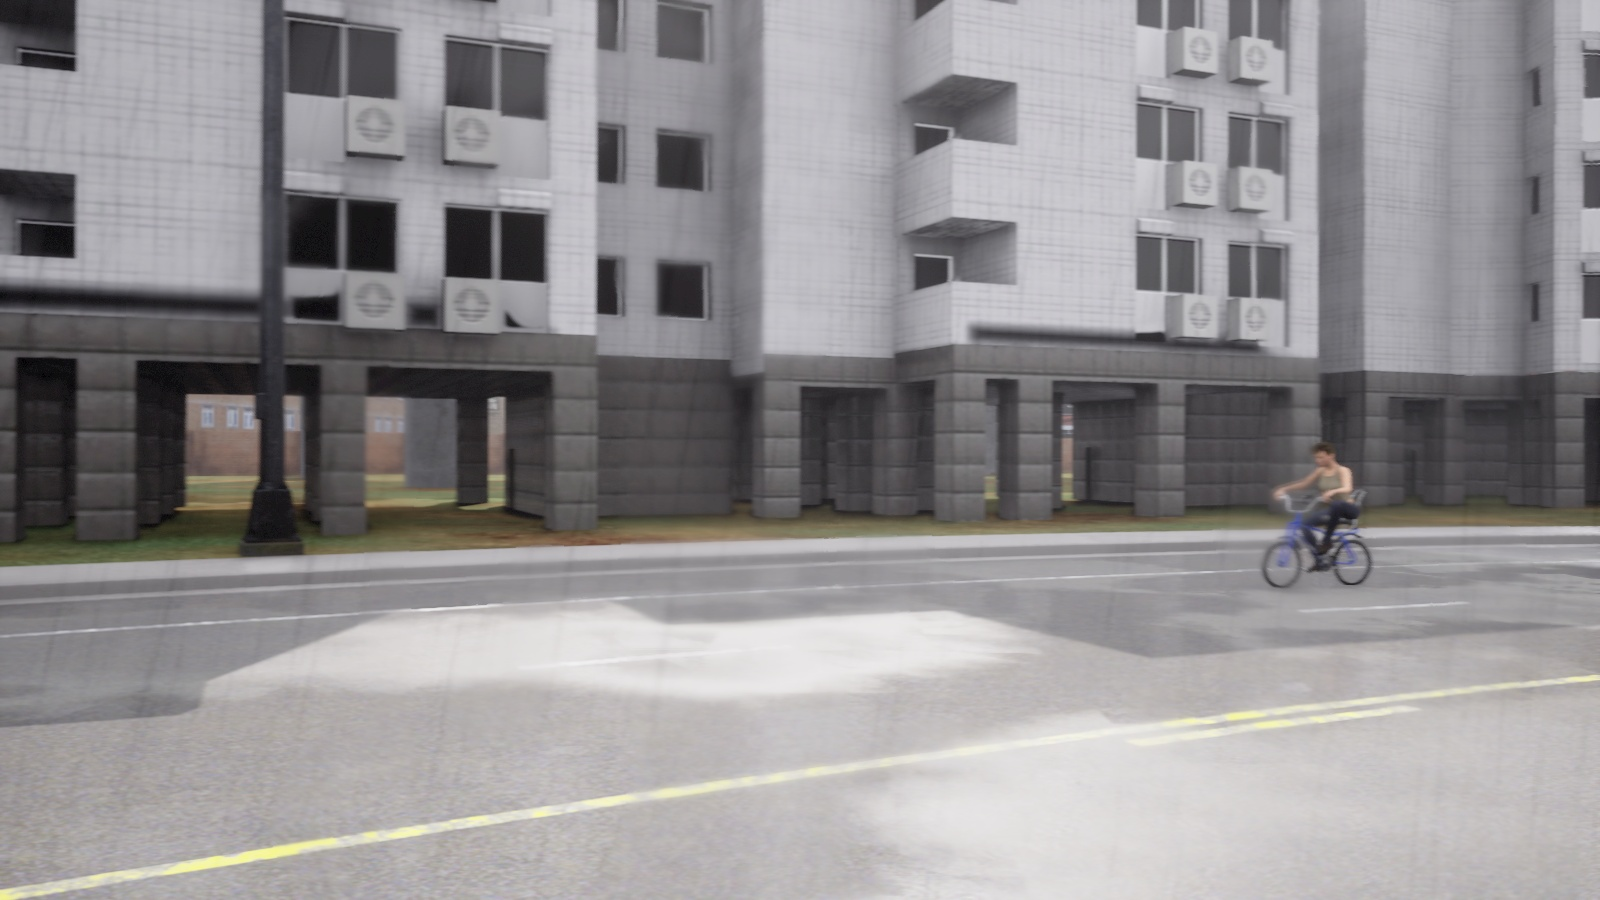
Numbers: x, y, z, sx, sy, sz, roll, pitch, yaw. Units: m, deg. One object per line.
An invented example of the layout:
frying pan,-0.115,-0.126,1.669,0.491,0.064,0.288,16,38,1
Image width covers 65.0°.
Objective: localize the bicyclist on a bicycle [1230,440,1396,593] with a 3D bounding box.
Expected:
bicyclist on a bicycle,5.658,0.695,13.882,1.509,1.612,0.866,0,0,-20
